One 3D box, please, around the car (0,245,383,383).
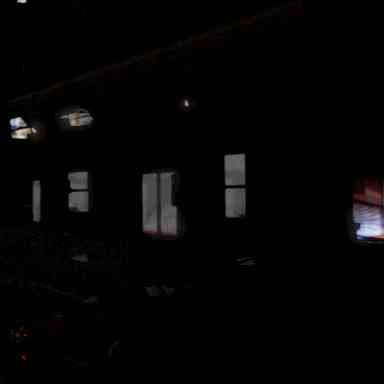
[{"bbox_3d":[0.794,1.315,2.168,5.009,1.841,2.192,0,-1,36],"label":"car"}]
